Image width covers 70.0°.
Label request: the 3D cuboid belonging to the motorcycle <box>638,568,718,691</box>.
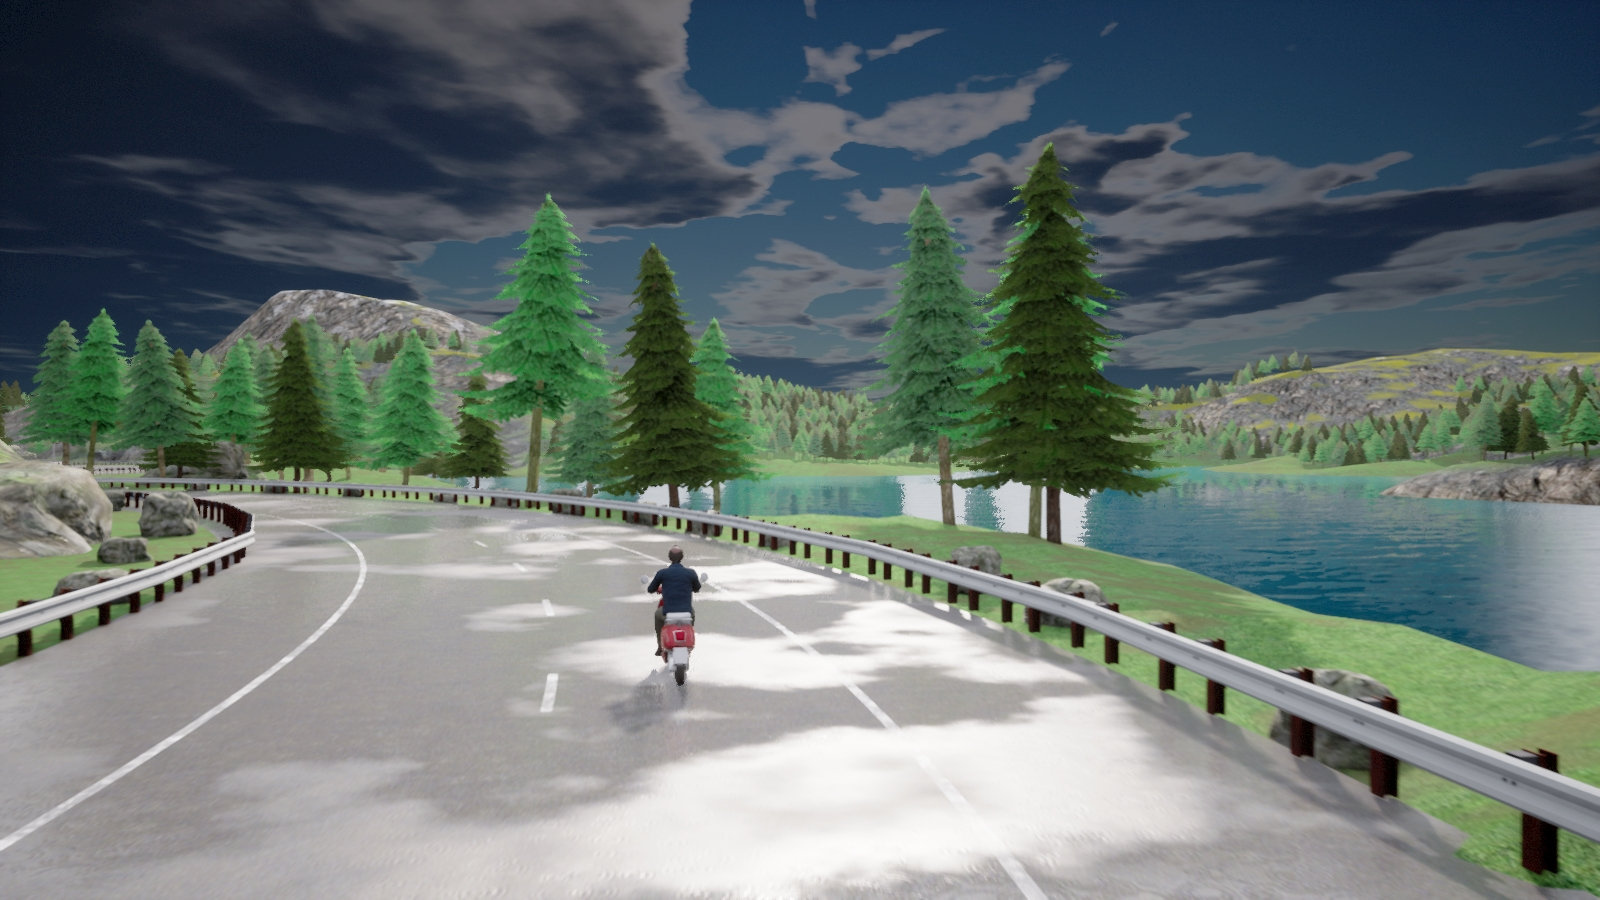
[{"bbox_3d":[-1.546,2.182,14.219,0.856,1.236,1.805,0,0,-10],"label":"motorcycle"}]
